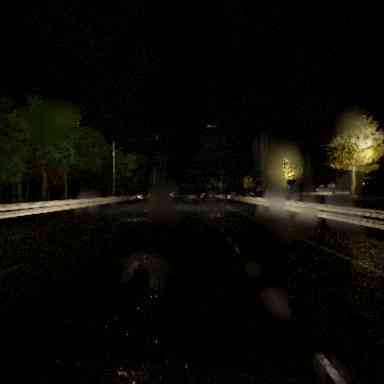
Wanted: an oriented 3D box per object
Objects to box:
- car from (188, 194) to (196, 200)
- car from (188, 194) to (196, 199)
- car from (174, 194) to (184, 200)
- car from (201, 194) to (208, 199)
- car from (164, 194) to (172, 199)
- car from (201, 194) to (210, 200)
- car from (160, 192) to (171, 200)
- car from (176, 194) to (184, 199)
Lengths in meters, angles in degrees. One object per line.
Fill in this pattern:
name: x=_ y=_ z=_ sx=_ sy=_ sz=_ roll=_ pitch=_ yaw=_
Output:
car: x=0.013 y=1.472 z=85.279 sx=1.895 sy=1.301 sz=4.718 roll=0 pitch=0 yaw=0
car: x=0.014 y=1.318 z=95.257 sx=2.033 sy=1.411 sz=5.357 roll=0 pitch=-1 yaw=0
car: x=-3.487 y=1.231 z=85.221 sx=2.097 sy=1.767 sz=4.553 roll=0 pitch=0 yaw=0
car: x=3.514 y=1.256 z=95.257 sx=1.882 sy=1.535 sz=5.008 roll=0 pitch=-1 yaw=0
car: x=-6.986 y=1.330 z=95.257 sx=1.994 sy=1.385 sz=4.181 roll=0 pitch=-1 yaw=0
car: x=3.513 y=1.373 z=84.833 sx=1.837 sy=1.490 sz=4.892 roll=0 pitch=0 yaw=0
car: x=-6.987 y=1.099 z=84.866 sx=2.150 sy=2.045 sz=5.566 roll=0 pitch=0 yaw=0
car: x=-3.486 y=1.303 z=95.257 sx=2.128 sy=1.511 sz=4.902 roll=0 pitch=-1 yaw=0
